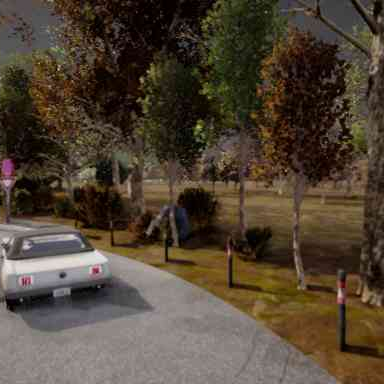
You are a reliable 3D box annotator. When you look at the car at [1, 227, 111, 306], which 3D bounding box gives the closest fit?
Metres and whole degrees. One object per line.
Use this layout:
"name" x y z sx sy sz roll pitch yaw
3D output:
"car" -3.543 1.527 8.086 1.895 1.301 4.718 -2 2 -30
